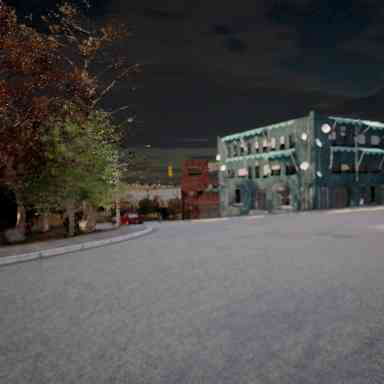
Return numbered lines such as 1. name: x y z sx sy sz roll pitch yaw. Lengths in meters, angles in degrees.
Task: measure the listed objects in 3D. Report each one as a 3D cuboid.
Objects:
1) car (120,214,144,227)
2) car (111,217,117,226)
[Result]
1. car: -7.423 3.404 40.864 1.882 1.535 5.008 -2 -4 -25
2. car: -11.456 4.533 51.398 1.895 1.301 4.718 -2 -4 -15
